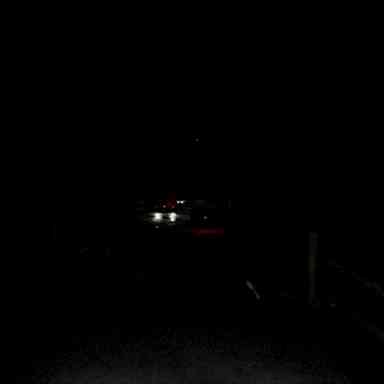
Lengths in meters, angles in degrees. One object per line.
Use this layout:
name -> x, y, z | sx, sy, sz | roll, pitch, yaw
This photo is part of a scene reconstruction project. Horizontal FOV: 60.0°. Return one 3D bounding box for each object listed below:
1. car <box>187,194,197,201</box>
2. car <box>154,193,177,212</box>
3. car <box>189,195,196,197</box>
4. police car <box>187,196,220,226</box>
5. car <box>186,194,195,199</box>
car -> 0.037, 1.141, 74.036 | 2.033, 1.411, 5.357 | 0, 1, 0
car -> -2.827, 1.115, 36.766 | 2.150, 2.045, 5.566 | 0, 0, 0
car -> 0.842, 1.382, 33.001 | 1.882, 1.535, 5.008 | 0, 0, 0
police car -> 0.837, 1.358, 23.108 | 1.930, 1.638, 5.238 | 0, 0, 0
car -> 0.030, 1.304, 59.038 | 1.882, 1.535, 5.008 | 0, 0, 0
